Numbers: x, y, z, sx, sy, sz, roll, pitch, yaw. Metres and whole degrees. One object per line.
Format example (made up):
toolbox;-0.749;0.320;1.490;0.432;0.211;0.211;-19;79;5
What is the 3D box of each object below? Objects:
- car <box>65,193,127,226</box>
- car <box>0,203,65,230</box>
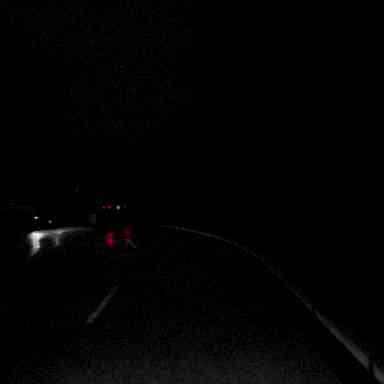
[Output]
car;-6.926;1.117;22.529;5.566;2.045;2.150;-1;-1;33
car;-10.226;1.410;19.941;4.674;1.442;1.812;0;-1;24
